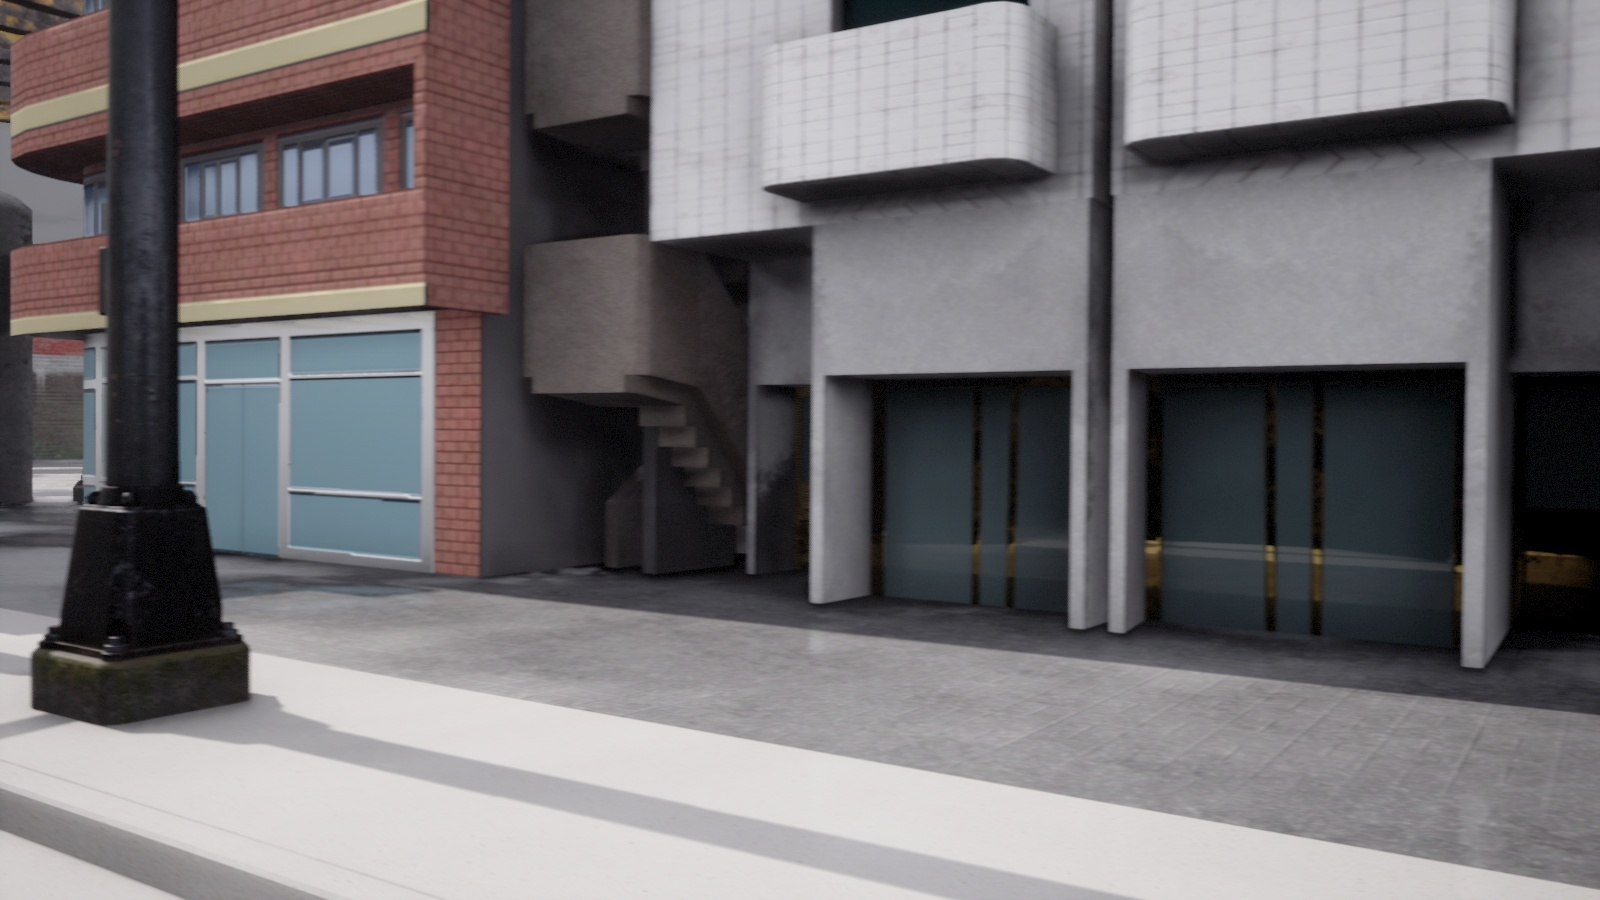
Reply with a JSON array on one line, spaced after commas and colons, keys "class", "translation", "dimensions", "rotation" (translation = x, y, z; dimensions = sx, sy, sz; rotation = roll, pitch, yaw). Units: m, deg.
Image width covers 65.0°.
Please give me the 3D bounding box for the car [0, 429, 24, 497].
[{"class": "car", "translation": [-21.556, 0.361, 29.999], "dimensions": [2.242, 1.667, 4.611], "rotation": [0, 1, 33]}]
